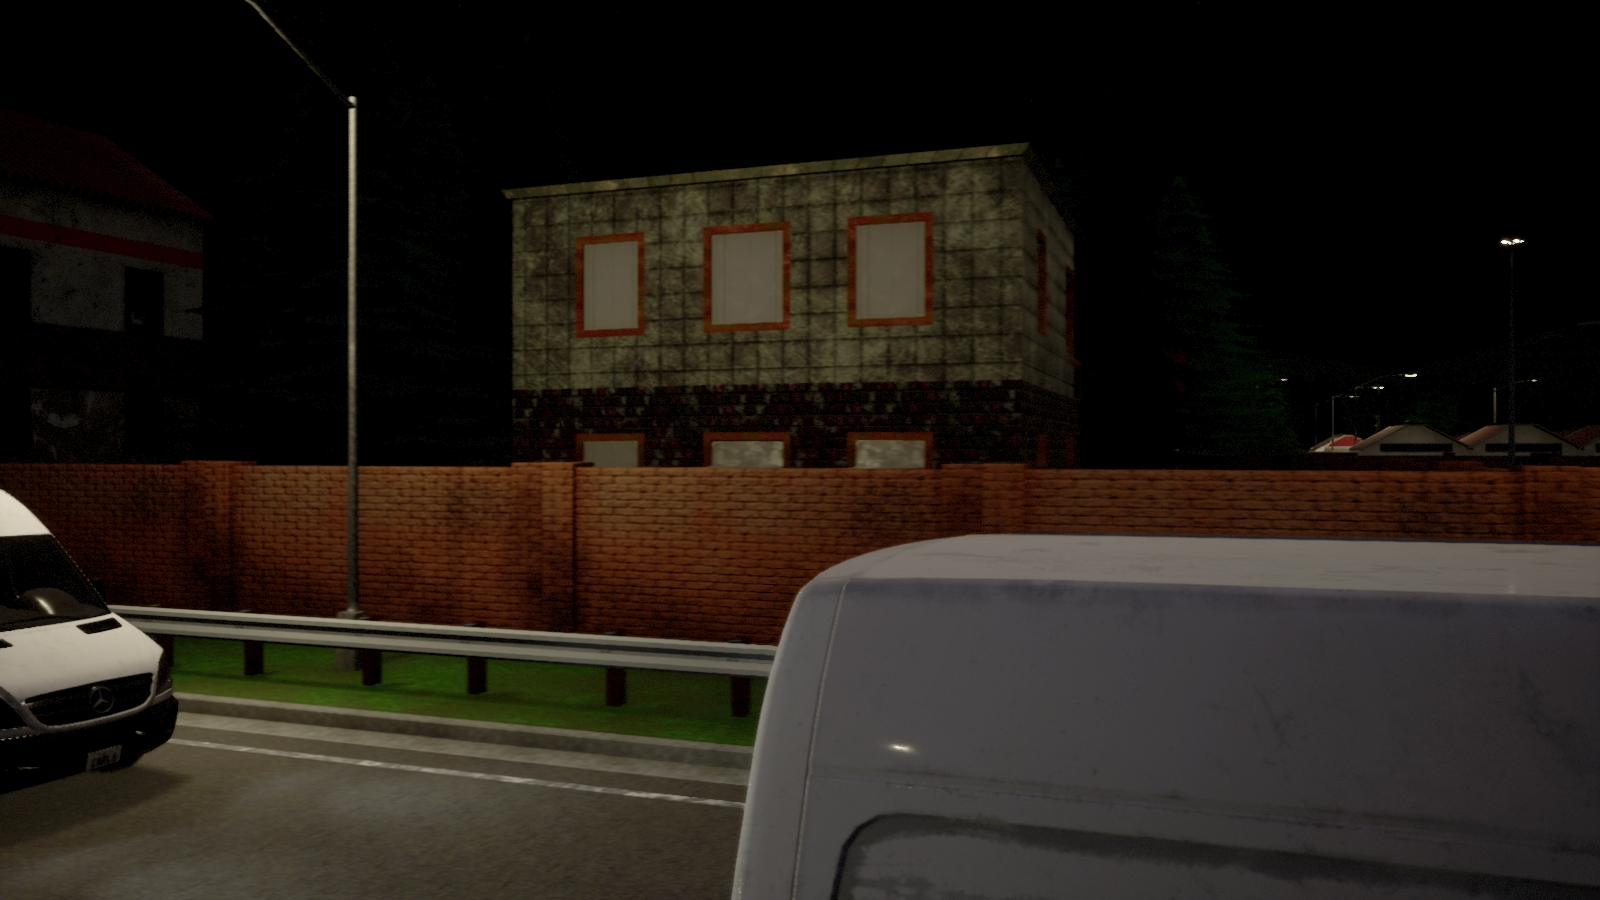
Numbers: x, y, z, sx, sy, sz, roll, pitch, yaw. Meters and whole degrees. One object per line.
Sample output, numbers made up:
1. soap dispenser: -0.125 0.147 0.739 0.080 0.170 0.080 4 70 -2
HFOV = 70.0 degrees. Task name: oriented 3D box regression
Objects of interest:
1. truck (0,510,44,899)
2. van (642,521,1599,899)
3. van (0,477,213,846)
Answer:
1. truck: -6.927 1.569 5.735 5.204 2.467 2.627 0 0 20
2. van: 2.802 1.536 2.263 5.915 2.561 1.988 0 0 20
3. van: -8.177 1.531 9.903 5.915 2.561 1.988 0 0 20
